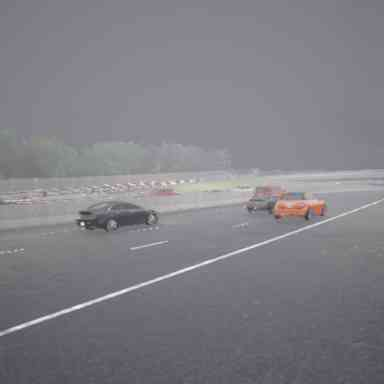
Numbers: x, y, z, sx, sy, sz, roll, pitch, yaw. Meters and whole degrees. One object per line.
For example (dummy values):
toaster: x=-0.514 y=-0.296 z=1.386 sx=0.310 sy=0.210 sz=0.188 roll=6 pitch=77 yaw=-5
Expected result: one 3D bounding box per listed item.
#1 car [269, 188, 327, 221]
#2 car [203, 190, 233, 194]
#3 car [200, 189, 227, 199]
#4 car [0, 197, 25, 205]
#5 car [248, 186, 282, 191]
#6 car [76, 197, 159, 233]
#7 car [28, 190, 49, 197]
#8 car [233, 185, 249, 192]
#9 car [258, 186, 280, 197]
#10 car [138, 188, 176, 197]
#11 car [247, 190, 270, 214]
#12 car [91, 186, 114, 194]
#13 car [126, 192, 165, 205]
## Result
car: x=7.010 y=0.788 z=21.225 sx=2.097 sy=1.767 sz=4.553 roll=-1 pitch=1 yaw=37
car: x=3.062 y=0.607 z=45.390 sx=2.033 sy=1.411 sz=5.357 roll=-1 pitch=1 yaw=37
car: x=3.752 y=0.348 z=57.976 sx=2.033 sy=1.411 sz=5.357 roll=-1 pitch=1 yaw=37
car: x=-15.968 y=1.406 z=25.723 sx=1.837 sy=1.490 sz=4.892 roll=-1 pitch=1 yaw=37
car: x=8.336 y=0.358 z=34.590 sx=2.150 sy=2.045 sz=5.566 roll=-1 pitch=1 yaw=36
car: x=-3.889 y=1.246 z=18.167 sx=1.837 sy=1.490 sz=4.892 roll=-1 pitch=1 yaw=37
car: x=-23.137 y=0.443 z=49.781 sx=1.882 sy=1.535 sz=5.008 roll=-1 pitch=3 yaw=21
car: x=8.861 y=-0.120 z=59.020 sx=2.150 sy=2.045 sz=5.566 roll=-1 pitch=1 yaw=37
car: x=13.939 y=-0.063 z=59.991 sx=2.097 sy=1.767 sz=4.553 roll=-1 pitch=1 yaw=36
car: x=-4.278 y=0.553 z=41.388 sx=2.150 sy=2.045 sz=5.566 roll=-1 pitch=2 yaw=37
car: x=5.944 y=0.873 z=25.485 sx=2.128 sy=1.511 sz=4.902 roll=-1 pitch=1 yaw=37
car: x=-17.182 y=-0.498 z=64.430 sx=2.033 sy=1.411 sz=5.357 roll=-1 pitch=4 yaw=24
car: x=-6.170 y=0.865 z=44.663 sx=2.033 sy=1.411 sz=5.357 roll=-1 pitch=1 yaw=37
